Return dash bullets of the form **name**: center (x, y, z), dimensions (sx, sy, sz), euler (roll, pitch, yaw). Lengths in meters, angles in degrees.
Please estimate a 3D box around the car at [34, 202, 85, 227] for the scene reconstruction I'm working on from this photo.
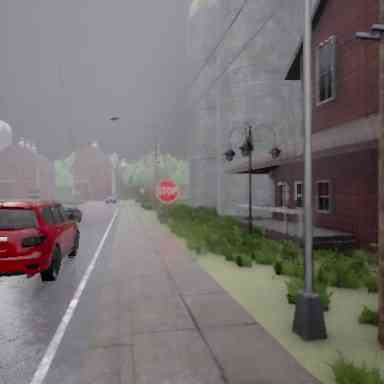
- **car**: center (-9.932, 1.583, 24.700), dimensions (1.837, 1.490, 4.892), euler (1, 0, -44)

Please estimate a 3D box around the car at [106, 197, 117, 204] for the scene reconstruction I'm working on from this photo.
- **car**: center (-16.343, 1.665, 67.313), dimensions (1.812, 1.442, 4.674), euler (0, 0, -11)

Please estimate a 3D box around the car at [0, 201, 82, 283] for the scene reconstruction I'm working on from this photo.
- **car**: center (-4.783, 1.264, 9.762), dimensions (2.150, 2.045, 5.566), euler (0, 0, -11)

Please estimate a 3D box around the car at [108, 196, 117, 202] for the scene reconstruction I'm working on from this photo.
- **car**: center (-18.597, 1.734, 78.125), dimensions (1.895, 1.301, 4.718), euler (0, 0, -12)
